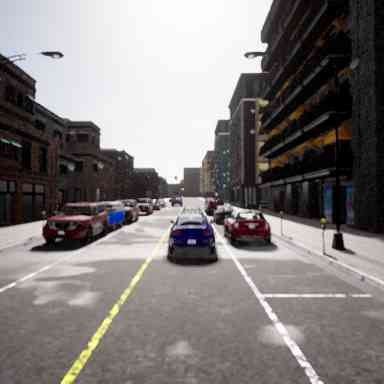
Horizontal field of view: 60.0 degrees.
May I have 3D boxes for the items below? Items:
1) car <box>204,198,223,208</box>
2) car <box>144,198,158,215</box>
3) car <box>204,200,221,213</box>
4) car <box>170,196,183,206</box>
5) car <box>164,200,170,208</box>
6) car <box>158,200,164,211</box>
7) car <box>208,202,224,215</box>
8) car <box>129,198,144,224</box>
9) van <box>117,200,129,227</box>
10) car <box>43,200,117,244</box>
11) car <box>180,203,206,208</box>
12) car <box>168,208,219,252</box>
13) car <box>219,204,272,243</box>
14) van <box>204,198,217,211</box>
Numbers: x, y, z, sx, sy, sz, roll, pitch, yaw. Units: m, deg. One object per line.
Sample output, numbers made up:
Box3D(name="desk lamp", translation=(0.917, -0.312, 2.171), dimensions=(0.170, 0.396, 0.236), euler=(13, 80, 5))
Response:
Box3D(name="car", translation=(2.707, 1.672, 38.568), dimensions=(2.192, 1.841, 5.009), euler=(1, -1, 0))
Box3D(name="car", translation=(-5.672, 1.672, 38.575), dimensions=(2.192, 1.841, 5.009), euler=(1, -1, 0))
Box3D(name="car", translation=(2.705, 1.847, 43.974), dimensions=(1.967, 1.590, 4.097), euler=(1, -1, 0))
Box3D(name="car", translation=(-3.002, 1.829, 67.697), dimensions=(2.150, 2.045, 5.566), euler=(0, -1, 0))
Box3D(name="car", translation=(-5.678, 2.106, 60.201), dimensions=(2.008, 1.369, 4.403), euler=(1, -1, 0))
Box3D(name="car", translation=(-5.675, 1.896, 49.389), dimensions=(1.967, 1.590, 4.097), euler=(1, -1, 0))
Box3D(name="car", translation=(2.704, 1.809, 27.752), dimensions=(2.008, 1.369, 4.403), euler=(1, -1, 0))
Box3D(name="car", translation=(-5.672, 1.573, 27.762), dimensions=(2.192, 1.841, 5.009), euler=(1, -1, 0))
Box3D(name="van", translation=(-5.672, 1.550, 22.354), dimensions=(1.690, 1.788, 3.998), euler=(1, -1, 0))
Box3D(name="car", translation=(-5.672, 1.474, 16.948), dimensions=(2.192, 1.841, 5.009), euler=(1, -1, 0))
Box3D(name="car", translation=(0.001, 1.872, 29.119), dimensions=(1.895, 1.301, 4.718), euler=(0, 0, 0))
Box3D(name="car", translation=(0.004, 1.660, 14.375), dimensions=(1.812, 1.442, 4.674), euler=(0, 0, 0))
Box3D(name="car", translation=(2.706, 1.599, 16.940), dimensions=(1.967, 1.590, 4.097), euler=(1, -1, 0))
Box3D(name="van", translation=(2.707, 1.797, 49.382), dimensions=(1.690, 1.788, 3.998), euler=(1, -1, 0))
